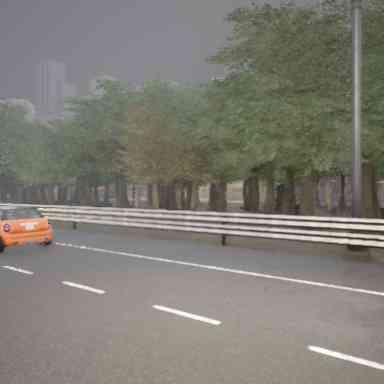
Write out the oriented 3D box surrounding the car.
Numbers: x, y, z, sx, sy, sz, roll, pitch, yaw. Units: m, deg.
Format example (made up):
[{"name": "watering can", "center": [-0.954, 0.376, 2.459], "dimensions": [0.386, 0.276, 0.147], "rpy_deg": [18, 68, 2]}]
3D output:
[{"name": "car", "center": [-7.845, 1.352, 13.781], "dimensions": [4.553, 1.767, 2.097], "rpy_deg": [0, 0, 36]}]
